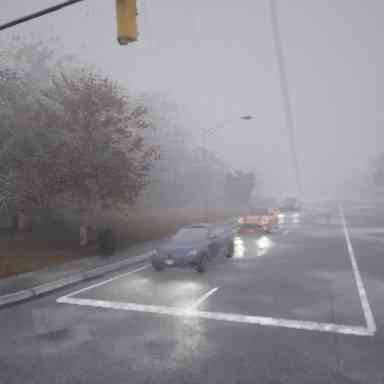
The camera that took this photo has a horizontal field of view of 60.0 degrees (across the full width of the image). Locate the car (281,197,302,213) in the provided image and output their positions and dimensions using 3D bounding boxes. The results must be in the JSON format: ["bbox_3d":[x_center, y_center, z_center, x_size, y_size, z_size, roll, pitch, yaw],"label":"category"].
[{"bbox_3d":[11.453,1.409,38.504,2.097,1.767,4.553,-3,1,24],"label":"car"}]

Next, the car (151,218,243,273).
[{"bbox_3d":[0.254,1.974,12.665,1.812,1.442,4.674,-3,-2,25],"label":"car"}]

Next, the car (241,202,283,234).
[{"bbox_3d":[4.538,1.797,22.567,2.097,1.767,4.553,-3,-1,23],"label":"car"}]
